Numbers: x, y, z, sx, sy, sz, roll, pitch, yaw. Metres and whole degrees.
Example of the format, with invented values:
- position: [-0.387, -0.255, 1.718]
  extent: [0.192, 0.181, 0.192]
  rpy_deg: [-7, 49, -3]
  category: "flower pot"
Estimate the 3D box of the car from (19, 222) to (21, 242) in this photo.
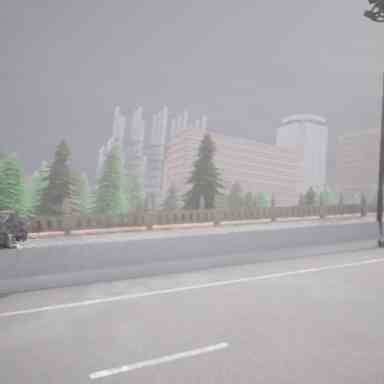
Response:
- position: [-10.033, 2.256, 14.026]
  extent: [4.674, 1.442, 1.812]
  rpy_deg: [-1, -2, -24]
  category: "car"

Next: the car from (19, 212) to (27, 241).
- position: [-11.625, 2.091, 17.157]
  extent: [5.566, 2.045, 2.150]
  rpy_deg: [-1, -2, -24]
  category: "car"

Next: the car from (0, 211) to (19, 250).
- position: [-8.885, 1.816, 10.719]
  extent: [5.566, 2.045, 2.150]
  rpy_deg: [-1, -2, -24]
  category: "car"
